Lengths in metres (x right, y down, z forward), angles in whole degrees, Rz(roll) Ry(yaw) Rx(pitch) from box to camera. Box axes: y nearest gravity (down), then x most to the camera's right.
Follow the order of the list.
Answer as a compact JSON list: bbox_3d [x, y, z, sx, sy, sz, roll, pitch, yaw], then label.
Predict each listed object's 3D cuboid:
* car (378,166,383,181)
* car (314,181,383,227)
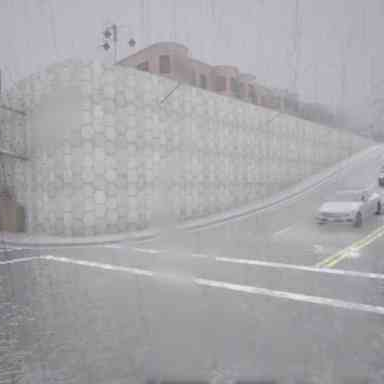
[{"bbox_3d":[14.427,-1.565,22.874,2.097,1.767,4.553,-1,14,44],"label":"car"},{"bbox_3d":[7.560,0.599,15.932,1.812,1.442,4.674,-1,7,45],"label":"car"}]
